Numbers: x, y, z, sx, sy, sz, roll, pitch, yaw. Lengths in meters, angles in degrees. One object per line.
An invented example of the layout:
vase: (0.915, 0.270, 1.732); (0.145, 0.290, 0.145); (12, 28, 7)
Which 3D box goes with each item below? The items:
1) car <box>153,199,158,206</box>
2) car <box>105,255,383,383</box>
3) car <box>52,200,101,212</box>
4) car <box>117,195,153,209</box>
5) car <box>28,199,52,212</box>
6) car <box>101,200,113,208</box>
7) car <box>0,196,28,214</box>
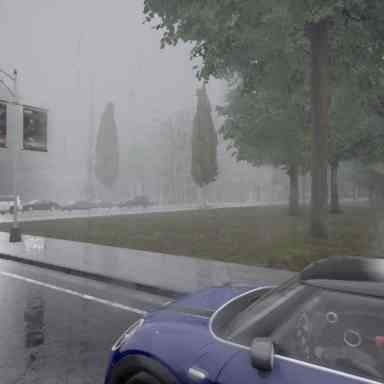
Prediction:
car: (-8.217, 1.858, 59.655); (2.128, 1.511, 4.902); (0, -1, 36)
car: (1.379, 1.352, 2.705); (4.553, 1.767, 2.097); (0, 0, 35)
car: (-15.175, 1.799, 44.075); (2.033, 1.411, 5.357); (0, 0, 35)
car: (-9.193, 1.535, 52.633); (2.150, 2.045, 5.566); (0, -1, 36)
car: (-19.831, 1.718, 43.081); (1.882, 1.535, 5.008); (0, 0, 35)
car: (-14.156, 1.859, 51.206); (1.994, 1.385, 4.181); (0, 0, 35)
car: (-21.131, 1.420, 35.553); (2.150, 2.045, 5.566); (0, 0, 34)
